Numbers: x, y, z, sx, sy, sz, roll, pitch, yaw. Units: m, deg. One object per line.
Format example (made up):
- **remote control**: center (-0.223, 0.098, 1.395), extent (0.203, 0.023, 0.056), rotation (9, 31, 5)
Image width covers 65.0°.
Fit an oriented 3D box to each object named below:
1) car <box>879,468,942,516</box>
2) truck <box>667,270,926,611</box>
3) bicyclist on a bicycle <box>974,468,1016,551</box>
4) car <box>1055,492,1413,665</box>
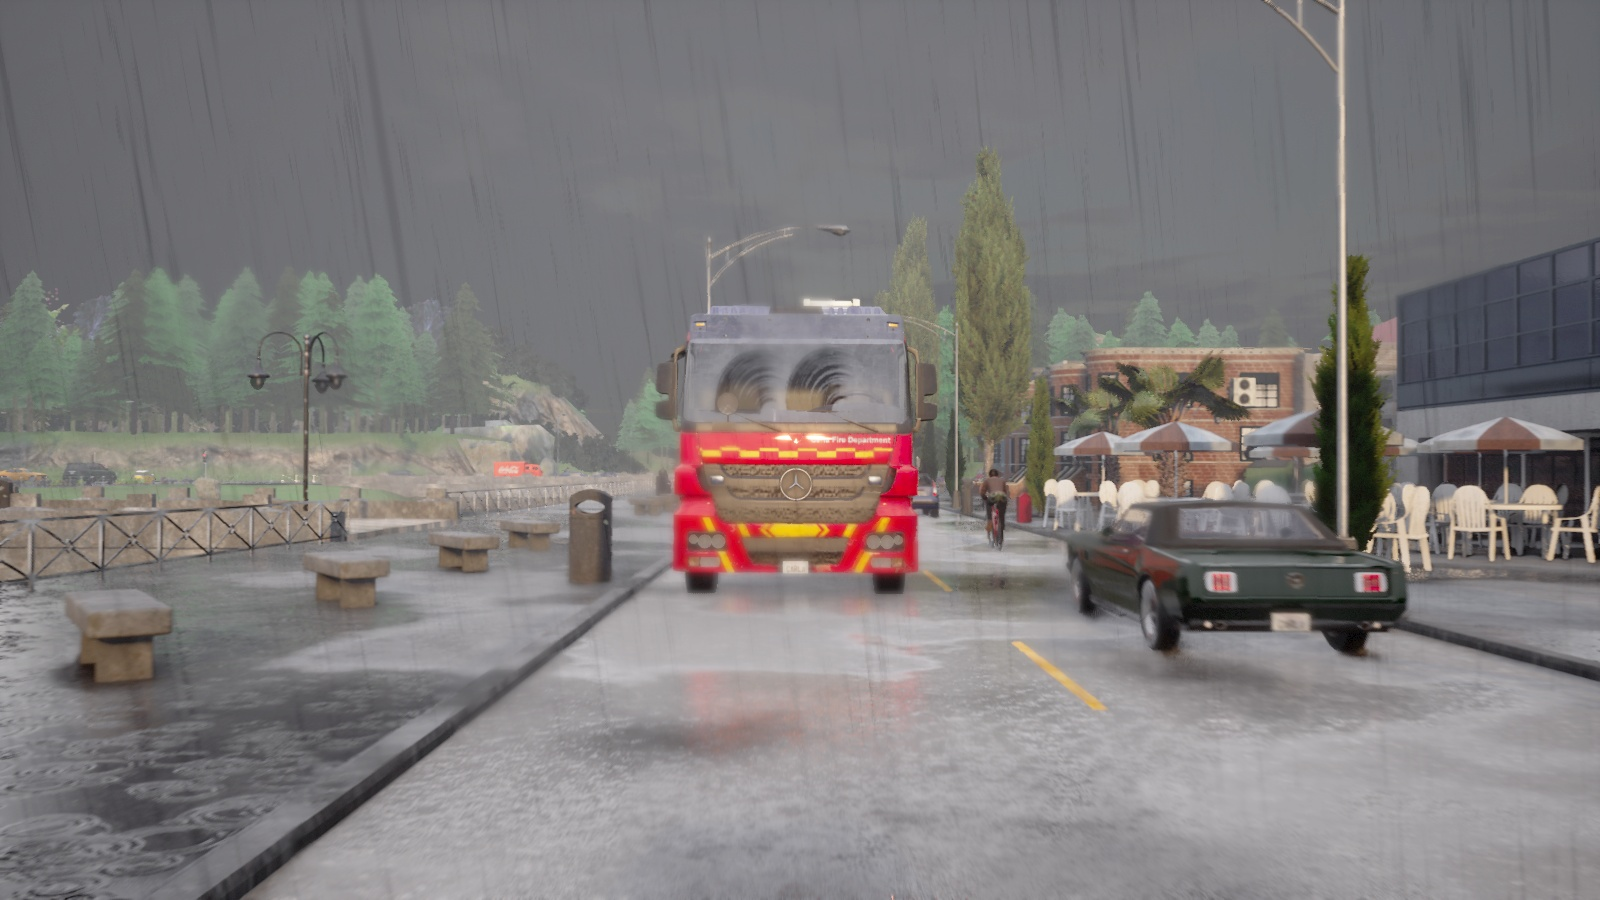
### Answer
- **car**: center (3.883, 1.444, 44.607), extent (1.851, 1.617, 3.988), rotation (0, -1, 0)
- **truck**: center (-0.052, -0.043, 18.347), extent (2.891, 3.827, 8.468), rotation (0, -1, 0)
- **bicyclist on a bicycle**: center (3.933, 1.177, 25.428), extent (0.582, 1.620, 1.656), rotation (0, -1, 0)
- **car**: center (3.967, 1.108, 12.454), extent (1.895, 1.301, 4.718), rotation (0, -1, 0)
